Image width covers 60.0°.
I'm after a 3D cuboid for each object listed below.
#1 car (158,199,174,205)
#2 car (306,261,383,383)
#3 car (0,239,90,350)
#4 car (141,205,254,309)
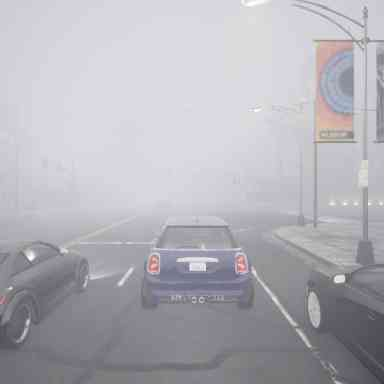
[{"bbox_3d":[-3.403,1.547,43.031,2.033,1.411,5.357,0,0,0],"label":"car"},{"bbox_3d":[2.900,1.480,3.761,2.097,1.535,5.008,0,0,0],"label":"car"},{"bbox_3d":[-3.401,1.564,6.224,1.994,1.385,4.181,0,0,0],"label":"car"},{"bbox_3d":[0.099,1.352,8.044,2.097,1.767,4.553,0,0,0],"label":"car"}]
